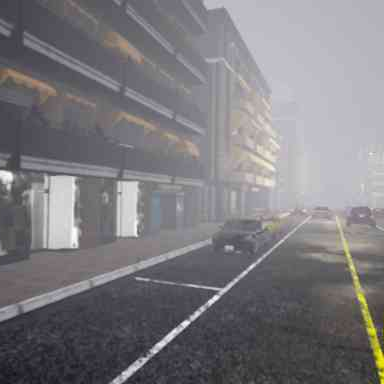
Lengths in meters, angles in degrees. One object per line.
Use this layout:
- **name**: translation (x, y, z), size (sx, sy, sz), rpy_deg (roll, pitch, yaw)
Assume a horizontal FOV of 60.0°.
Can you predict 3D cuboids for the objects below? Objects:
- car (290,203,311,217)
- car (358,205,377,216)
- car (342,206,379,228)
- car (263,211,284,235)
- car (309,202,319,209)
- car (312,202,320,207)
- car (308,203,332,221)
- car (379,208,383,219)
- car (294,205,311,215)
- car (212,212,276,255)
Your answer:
- **car**: translation (13.141, 2.203, 40.717), size (1.967, 1.590, 4.097), rpy_deg (1, -1, 23)
- **car**: translation (25.220, 2.635, 47.913), size (2.008, 1.369, 4.403), rpy_deg (1, -1, 23)
- **car**: translation (14.107, 1.970, 28.043), size (2.097, 1.767, 4.553), rpy_deg (1, -1, 23)
- **car**: translation (4.378, 1.854, 19.711), size (1.752, 1.417, 4.829), rpy_deg (1, -1, 23)
- **car**: translation (28.358, 3.081, 77.201), size (2.008, 1.369, 4.403), rpy_deg (1, -1, 23)
- **car**: translation (33.283, 3.366, 89.140), size (1.802, 1.307, 4.206), rpy_deg (1, -1, 23)
- **car**: translation (13.725, 2.229, 35.232), size (1.812, 1.442, 4.674), rpy_deg (1, -1, 23)
- **car**: translation (20.872, 2.412, 37.488), size (1.887, 1.381, 4.507), rpy_deg (1, -1, 23)
- **car**: translation (15.313, 2.453, 45.928), size (1.802, 1.307, 4.206), rpy_deg (1, -1, 23)
- **car**: translation (2.268, 1.792, 14.654), size (1.947, 1.339, 4.313), rpy_deg (1, -1, 23)
